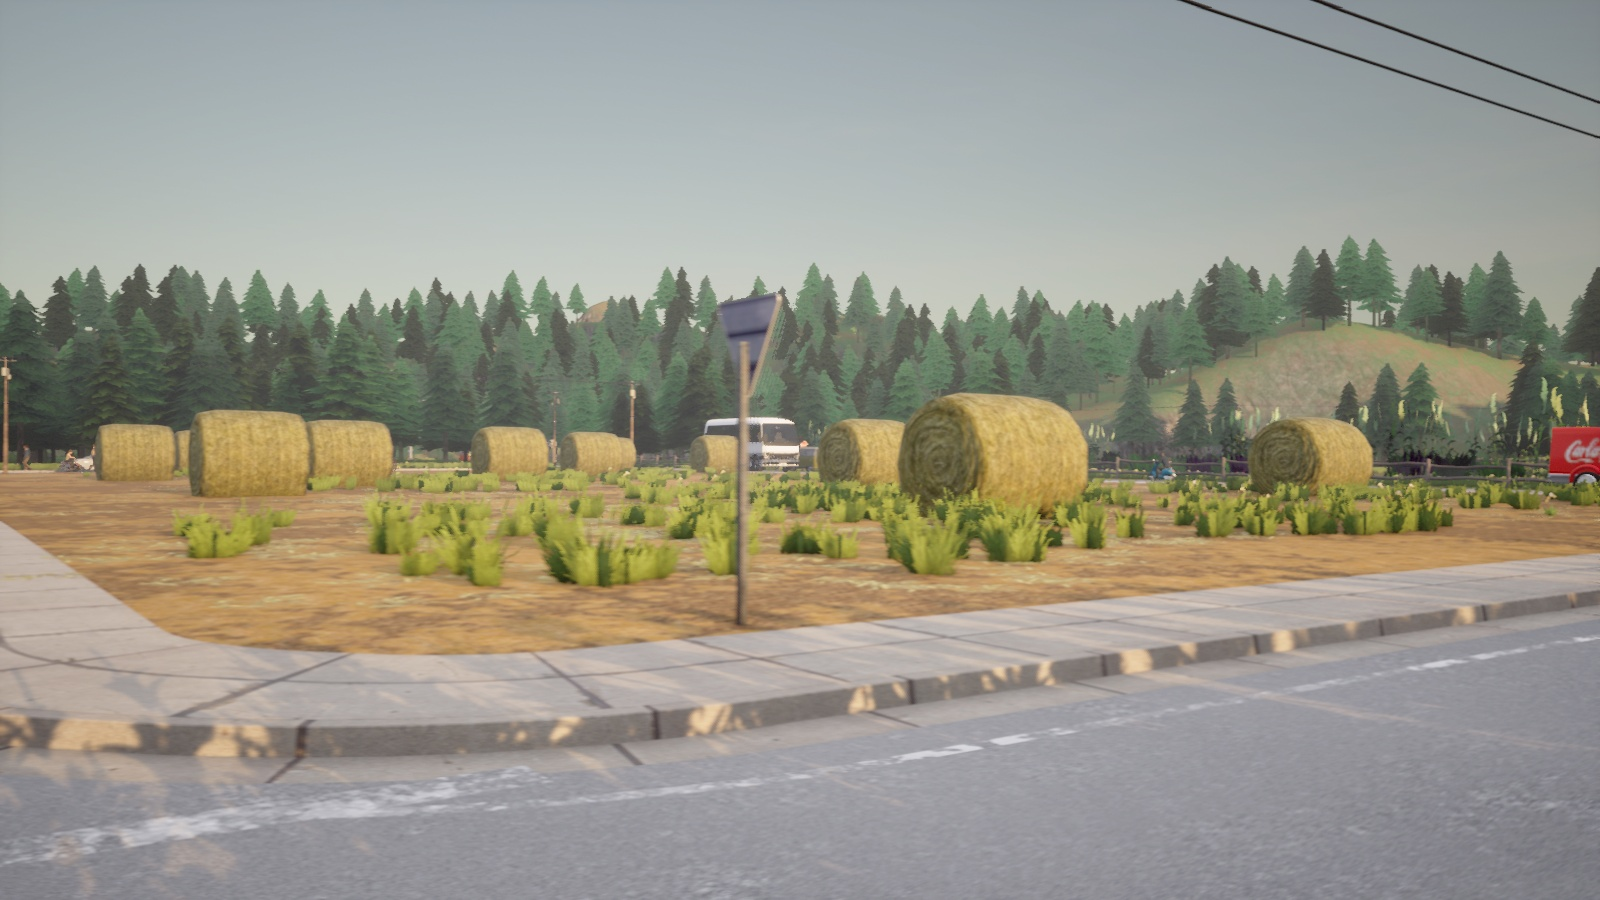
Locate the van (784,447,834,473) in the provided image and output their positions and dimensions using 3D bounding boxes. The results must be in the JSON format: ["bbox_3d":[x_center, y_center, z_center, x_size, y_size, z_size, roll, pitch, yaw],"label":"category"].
[{"bbox_3d":[0.656,0.756,97.027,1.775,1.987,4.442,0,0,-32],"label":"van"}]

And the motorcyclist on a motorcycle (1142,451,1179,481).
[{"bbox_3d":[19.255,0.843,67.130,0.866,1.590,1.817,0,0,-32],"label":"motorcyclist on a motorcycle"}]

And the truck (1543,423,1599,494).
[{"bbox_3d":[29.469,0.304,44.058,2.627,2.467,5.204,0,1,-32],"label":"truck"}]

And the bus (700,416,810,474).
[{"bbox_3d":[-3.612,-0.367,97.261,3.944,4.253,10.273,0,0,-32],"label":"bus"}]
